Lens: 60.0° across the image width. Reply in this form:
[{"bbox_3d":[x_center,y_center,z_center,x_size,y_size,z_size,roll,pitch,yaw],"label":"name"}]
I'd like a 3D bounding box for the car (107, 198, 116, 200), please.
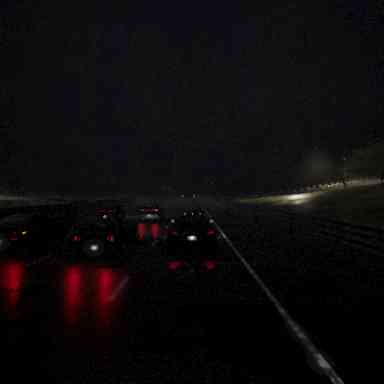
[{"bbox_3d":[-17.261,2.056,70.998,2.033,1.411,5.357,0,0,0],"label":"car"}]

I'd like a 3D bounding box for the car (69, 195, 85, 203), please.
[{"bbox_3d":[-24.261,1.743,71.005,2.150,2.045,5.566,0,0,0],"label":"car"}]

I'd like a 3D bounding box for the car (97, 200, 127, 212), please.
[{"bbox_3d":[-6.955,1.729,29.293,1.837,1.490,4.892,0,0,0],"label":"car"}]

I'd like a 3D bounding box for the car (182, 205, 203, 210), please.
[{"bbox_3d":[0.042,1.820,29.089,1.895,1.301,4.718,0,0,0],"label":"car"}]

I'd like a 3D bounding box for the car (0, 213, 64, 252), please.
[{"bbox_3d":[-6.990,1.643,14.402,1.812,1.442,4.674,0,0,0],"label":"car"}]

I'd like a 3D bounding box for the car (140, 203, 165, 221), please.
[{"bbox_3d":[-3.455,1.713,29.280,2.128,1.511,4.902,0,0,0],"label":"car"}]

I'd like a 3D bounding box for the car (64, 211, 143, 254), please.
[{"bbox_3d":[-3.494,1.716,14.123,1.895,1.301,4.718,0,0,0],"label":"car"}]

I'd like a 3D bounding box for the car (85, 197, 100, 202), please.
[{"bbox_3d":[-20.761,2.041,71.016,1.812,1.442,4.674,0,0,0],"label":"car"}]

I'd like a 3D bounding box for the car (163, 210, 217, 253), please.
[{"bbox_3d":[0.010,1.681,14.322,1.994,1.385,4.181,0,0,0],"label":"car"}]
